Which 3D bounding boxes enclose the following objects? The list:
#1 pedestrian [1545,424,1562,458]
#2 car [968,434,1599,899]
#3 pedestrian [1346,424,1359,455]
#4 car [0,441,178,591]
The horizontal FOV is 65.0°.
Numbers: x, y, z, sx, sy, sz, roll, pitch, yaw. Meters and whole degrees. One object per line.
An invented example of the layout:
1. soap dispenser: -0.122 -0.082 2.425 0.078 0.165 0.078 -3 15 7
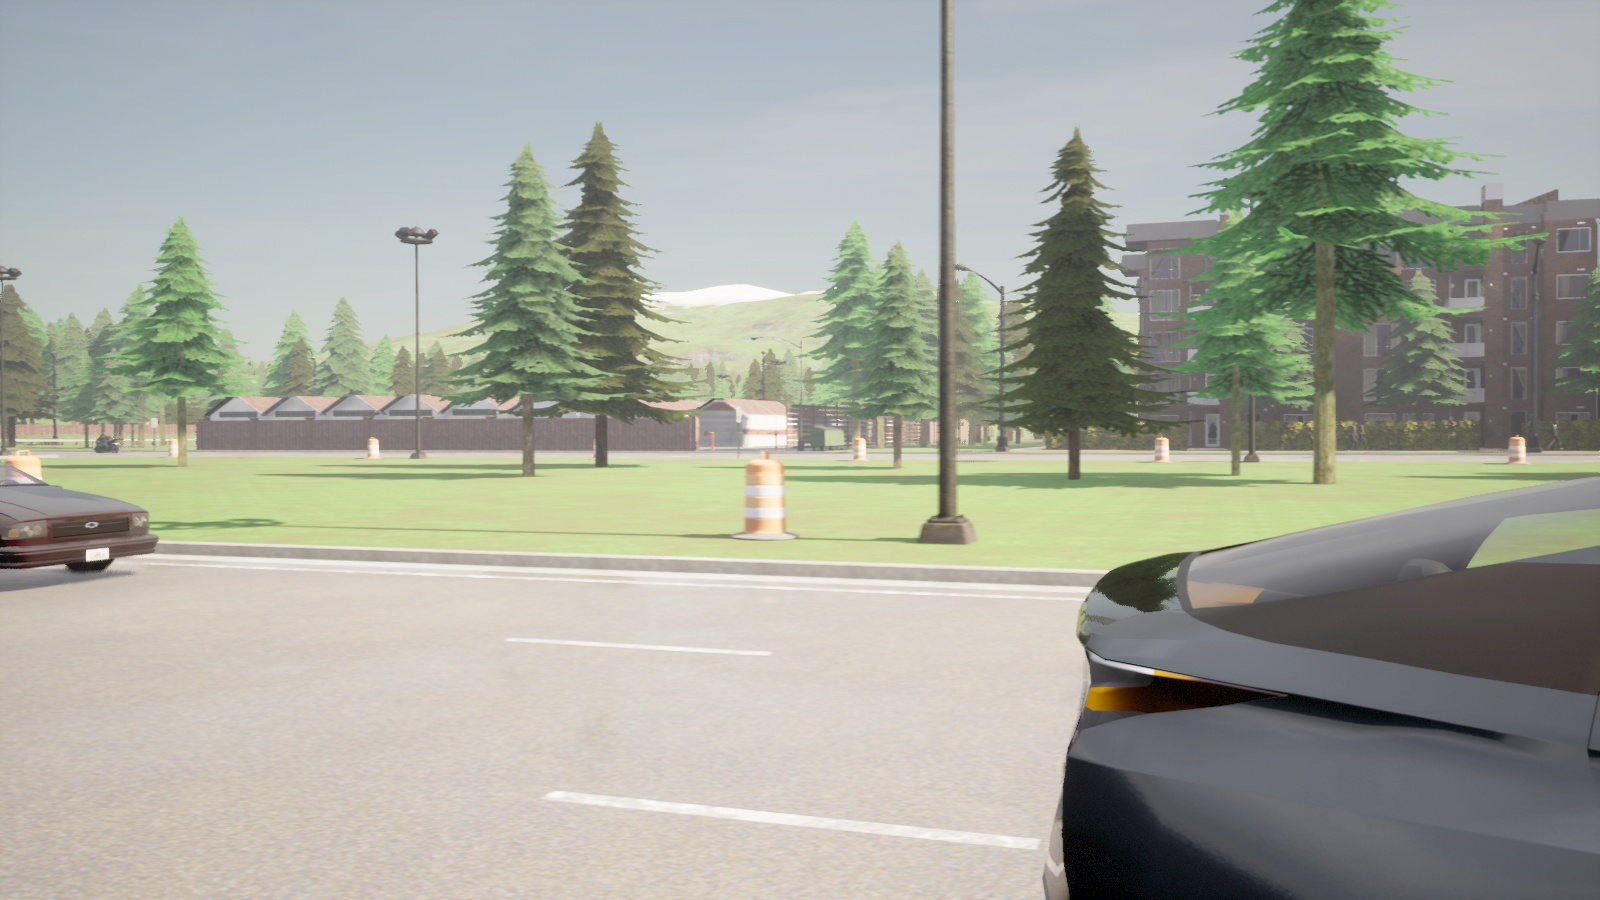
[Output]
1. pedestrian: 43.470 -0.541 72.460 0.788 1.949 0.423 1 1 21
2. car: 2.732 0.747 2.273 4.514 1.525 2.007 1 1 19
3. pedestrian: 33.362 -0.634 75.854 0.694 1.848 0.540 1 1 19
4. car: -9.791 0.615 13.873 5.357 1.411 2.033 1 1 19
